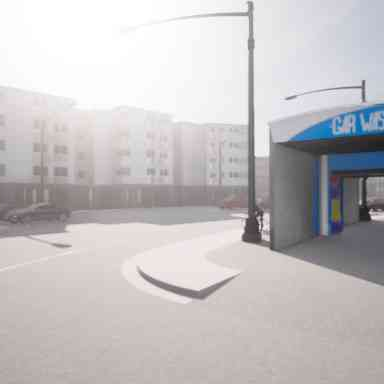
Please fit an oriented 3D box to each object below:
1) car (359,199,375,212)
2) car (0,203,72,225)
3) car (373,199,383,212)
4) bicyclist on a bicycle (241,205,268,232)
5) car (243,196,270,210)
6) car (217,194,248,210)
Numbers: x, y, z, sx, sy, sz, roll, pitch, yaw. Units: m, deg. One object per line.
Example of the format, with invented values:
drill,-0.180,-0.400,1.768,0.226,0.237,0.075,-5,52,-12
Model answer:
car,15.897,1.634,33.982,4.718,1.301,1.895,0,0,-21
car,-11.567,1.627,25.229,1.837,1.490,4.892,-1,-1,35
car,22.380,1.549,39.863,4.674,1.442,1.812,0,0,-18
bicyclist on a bicycle,3.399,1.339,18.148,1.656,1.620,0.582,-1,0,38
car,9.579,1.578,42.900,4.902,1.511,2.128,0,0,-23
car,6.135,1.328,45.173,5.566,2.045,2.150,0,0,-26
